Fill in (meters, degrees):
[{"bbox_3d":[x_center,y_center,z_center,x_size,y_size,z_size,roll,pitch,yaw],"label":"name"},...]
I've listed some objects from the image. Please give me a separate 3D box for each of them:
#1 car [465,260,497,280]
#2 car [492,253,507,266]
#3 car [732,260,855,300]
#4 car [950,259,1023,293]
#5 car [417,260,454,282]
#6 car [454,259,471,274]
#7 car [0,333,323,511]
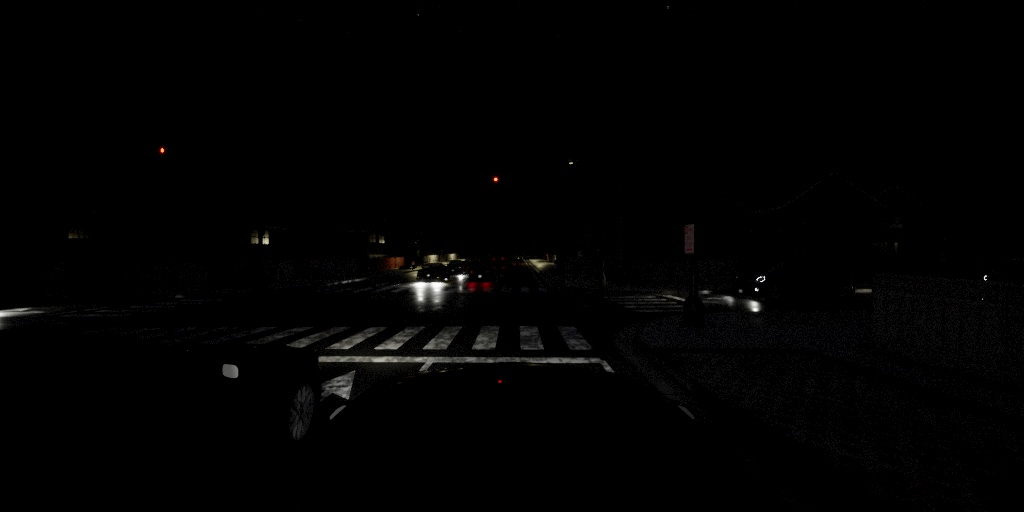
[{"bbox_3d":[-2.559,1.282,30.563,1.895,1.301,4.718,0,0,0],"label":"car"},{"bbox_3d":[-2.146,0.538,61.103,2.150,2.045,5.566,0,1,1],"label":"car"},{"bbox_3d":[12.642,0.995,16.342,4.553,1.767,2.097,0,0,-1],"label":"car"},{"bbox_3d":[22.716,0.914,16.446,4.553,1.767,2.097,0,0,0],"label":"car"},{"bbox_3d":[-6.144,1.251,28.471,1.994,1.385,4.181,0,0,1],"label":"car"},{"bbox_3d":[-5.975,1.167,38.764,1.812,1.442,4.674,0,0,1],"label":"car"},{"bbox_3d":[-3.153,1.227,2.180,1.882,1.535,5.008,0,0,1],"label":"car"}]
